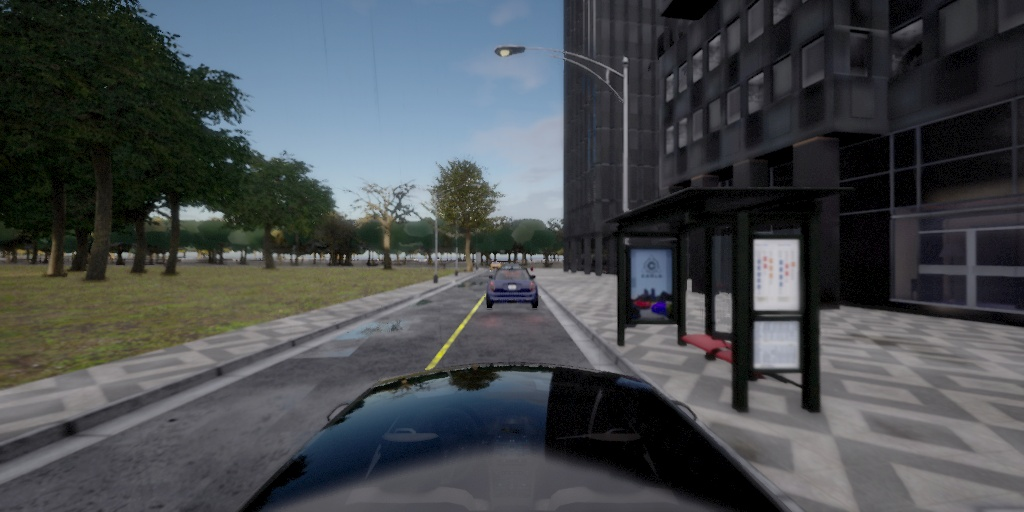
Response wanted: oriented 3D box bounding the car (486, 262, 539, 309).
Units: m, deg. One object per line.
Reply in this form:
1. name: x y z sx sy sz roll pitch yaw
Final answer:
1. car: 0.012 1.250 15.916 2.097 1.767 4.553 0 -1 0
